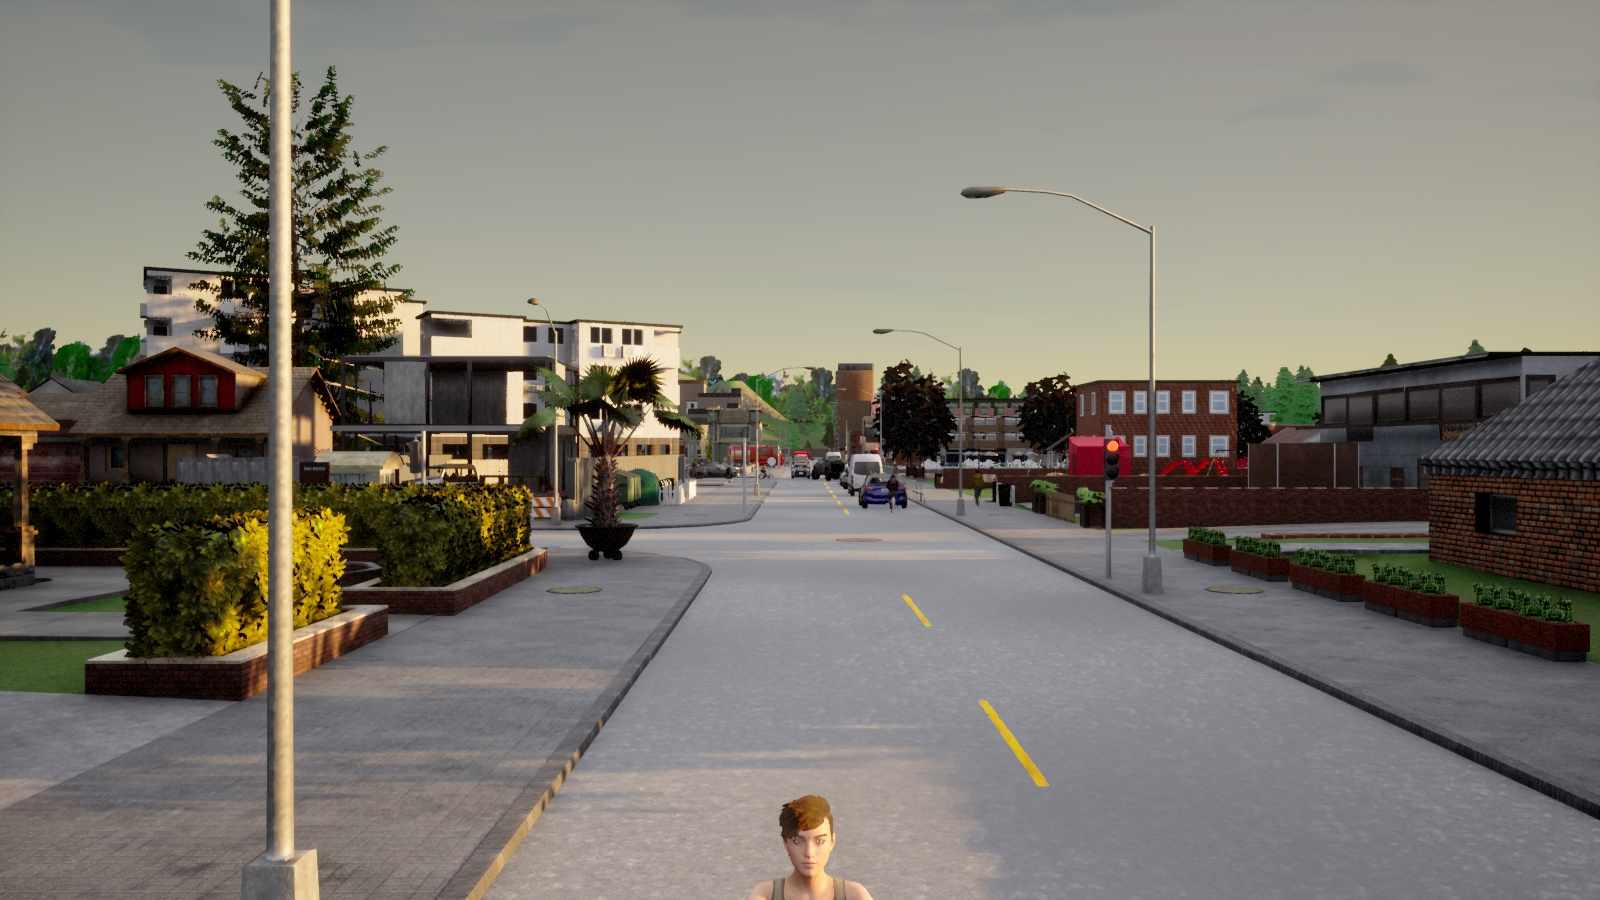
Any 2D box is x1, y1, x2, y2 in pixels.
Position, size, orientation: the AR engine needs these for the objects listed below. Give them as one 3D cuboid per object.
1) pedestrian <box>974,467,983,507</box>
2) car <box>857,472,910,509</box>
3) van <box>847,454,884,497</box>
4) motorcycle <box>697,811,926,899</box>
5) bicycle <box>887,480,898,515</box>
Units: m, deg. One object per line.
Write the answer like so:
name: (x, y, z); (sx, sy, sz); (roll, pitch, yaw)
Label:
pedestrian: (8.397, 1.744, 53.805); (0.375, 1.860, 0.375); (0, 0, -1)
car: (4.046, 1.967, 56.171); (2.242, 1.667, 4.611); (0, 0, 0)
van: (4.045, 1.535, 71.356); (1.988, 2.561, 5.915); (0, 0, 0)
motorcycle: (0.039, 2.155, 3.558); (0.764, 1.307, 2.356); (0, 0, 0)
bicycle: (4.079, 2.060, 50.225); (0.329, 1.471, 1.835); (0, 0, 0)
